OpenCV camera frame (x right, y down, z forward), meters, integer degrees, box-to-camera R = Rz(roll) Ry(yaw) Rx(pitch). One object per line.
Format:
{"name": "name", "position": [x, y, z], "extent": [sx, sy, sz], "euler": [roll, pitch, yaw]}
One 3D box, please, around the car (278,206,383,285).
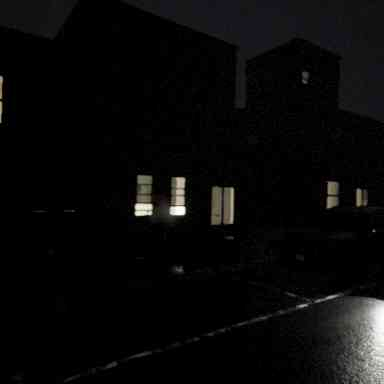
{"name": "car", "position": [4.812, 1.387, 9.969], "extent": [5.009, 1.841, 2.192], "euler": [1, 1, -35]}

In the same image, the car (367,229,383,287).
{"name": "car", "position": [6.266, 1.635, 7.847], "extent": [4.181, 1.385, 1.994], "euler": [1, 0, -35]}

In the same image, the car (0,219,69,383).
{"name": "car", "position": [-3.992, 1.306, 3.690], "extent": [5.009, 1.841, 2.192], "euler": [1, 1, -35]}
